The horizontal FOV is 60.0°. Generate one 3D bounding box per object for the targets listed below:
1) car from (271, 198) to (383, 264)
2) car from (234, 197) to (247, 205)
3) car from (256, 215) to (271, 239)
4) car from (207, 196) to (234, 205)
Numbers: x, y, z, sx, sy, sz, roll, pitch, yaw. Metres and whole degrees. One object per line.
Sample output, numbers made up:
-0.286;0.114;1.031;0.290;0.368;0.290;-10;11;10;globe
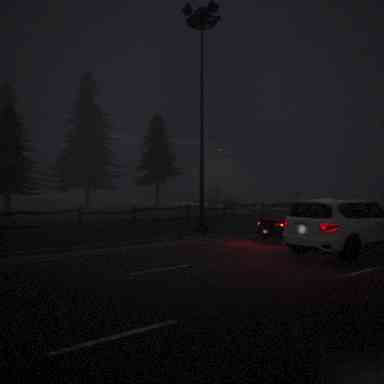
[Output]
5.733;1.250;12.225;5.566;2.045;2.150;0;0;-35;car
7.947;1.604;61.007;1.837;1.490;4.892;0;0;-35;car
5.138;1.557;16.078;4.674;1.442;1.812;0;0;-35;car
4.729;1.691;59.509;1.895;1.301;4.718;0;0;-35;car
